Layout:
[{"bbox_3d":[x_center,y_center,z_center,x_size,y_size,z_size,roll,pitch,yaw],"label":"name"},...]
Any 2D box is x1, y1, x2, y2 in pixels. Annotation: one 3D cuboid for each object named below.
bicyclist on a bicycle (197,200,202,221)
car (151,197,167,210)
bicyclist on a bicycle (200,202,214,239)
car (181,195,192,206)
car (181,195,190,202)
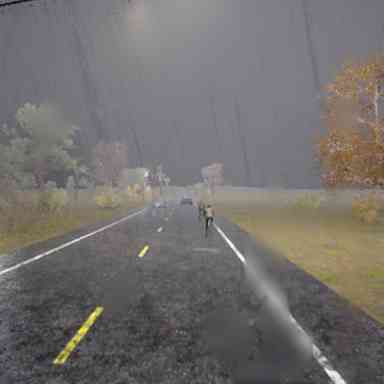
[{"bbox_3d":[0.698,1.440,25.346,0.582,1.620,1.656,0,0,-1],"label":"bicyclist on a bicycle"},{"bbox_3d":[-4.265,1.470,43.096,2.128,1.511,4.902,0,0,-1],"label":"car"},{"bbox_3d":[0.842,1.445,16.330,0.582,1.620,1.656,0,0,-1],"label":"bicyclist on a bicycle"},{"bbox_3d":[-0.903,1.474,55.758,1.837,1.490,4.892,0,0,-1],"label":"car"},{"bbox_3d":[-1.462,1.455,73.799,1.837,1.490,4.892,0,0,-1],"label":"car"}]
